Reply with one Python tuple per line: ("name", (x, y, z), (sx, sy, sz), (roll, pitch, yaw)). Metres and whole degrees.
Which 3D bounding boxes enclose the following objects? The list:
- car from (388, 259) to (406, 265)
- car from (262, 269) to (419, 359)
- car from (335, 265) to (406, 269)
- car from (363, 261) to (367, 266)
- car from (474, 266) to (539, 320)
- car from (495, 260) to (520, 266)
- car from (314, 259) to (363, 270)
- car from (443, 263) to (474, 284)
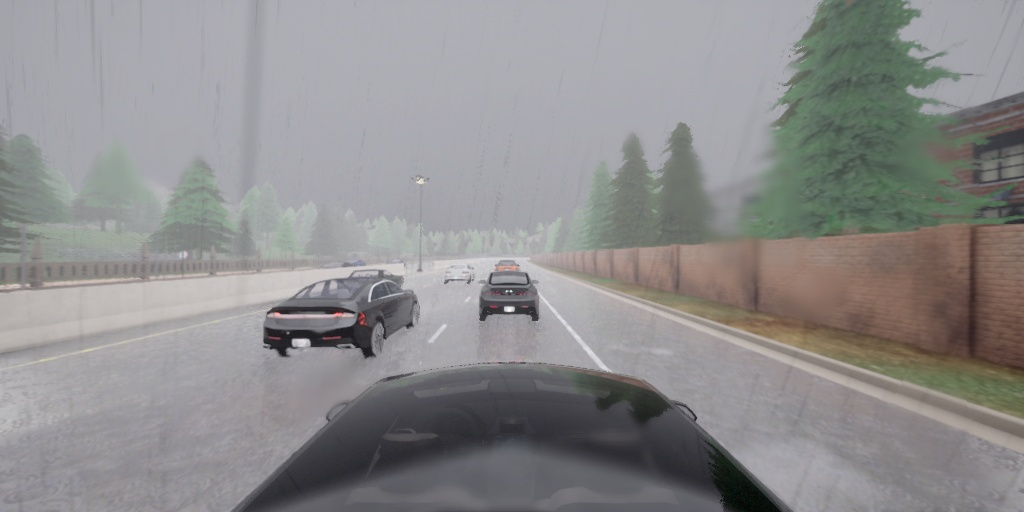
("car", (-18.467, 1.236, 57.896), (1.812, 1.442, 4.674), (0, 0, 1))
("car", (-3.543, 1.234, 8.396), (2.128, 1.511, 4.902), (0, 0, -1))
("car", (-7.217, 1.335, 18.838), (1.895, 1.301, 4.718), (0, 0, -1))
("car", (-21.956, 1.179, 49.899), (1.882, 1.535, 5.008), (0, 0, 0))
("car", (-0.114, 1.255, 12.559), (1.837, 1.490, 4.892), (0, 0, -1))
("car", (-0.414, 1.103, 30.550), (2.097, 1.767, 4.553), (0, 0, -1))
("car", (-14.599, 1.195, 29.876), (1.882, 1.535, 5.008), (0, 0, -1))
("car", (-3.865, 1.268, 26.794), (1.812, 1.442, 4.674), (0, 0, -1))
